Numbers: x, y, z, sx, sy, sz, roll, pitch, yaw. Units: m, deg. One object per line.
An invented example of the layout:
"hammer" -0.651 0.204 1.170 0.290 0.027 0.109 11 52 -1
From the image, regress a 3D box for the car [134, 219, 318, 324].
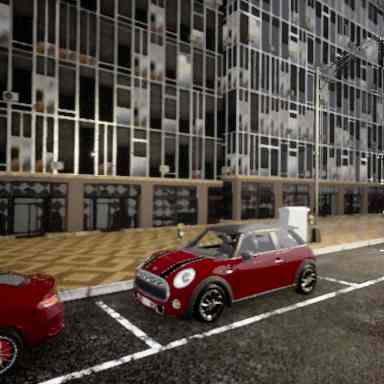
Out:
"car" 0.810 1.443 7.126 4.097 1.590 1.967 0 1 -36

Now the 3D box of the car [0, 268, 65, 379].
"car" -3.728 1.582 3.890 4.206 1.307 1.802 0 1 -36
